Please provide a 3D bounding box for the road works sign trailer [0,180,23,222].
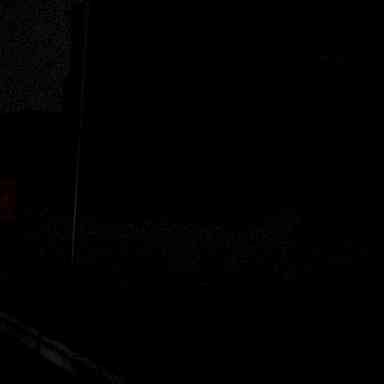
[{"bbox_3d":[-10.926,0.514,17.090,2.880,2.380,3.560,3,3,-7],"label":"road works sign trailer"}]
